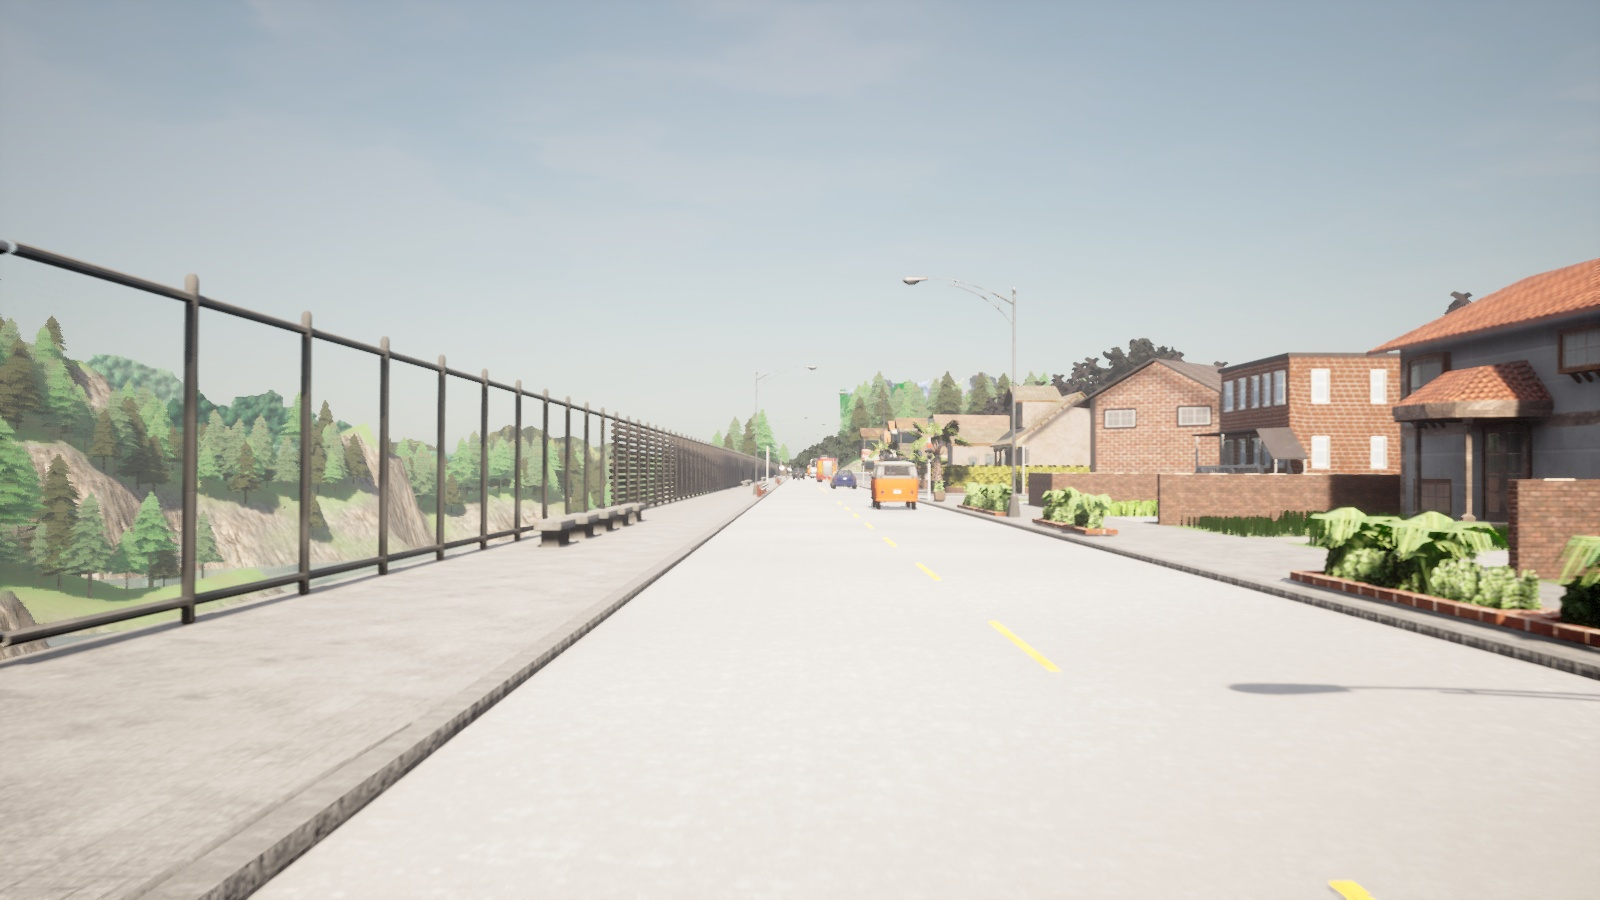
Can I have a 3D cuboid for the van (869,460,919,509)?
[{"bbox_3d":[3.941,1.440,53.053,1.775,1.987,4.442,0,-1,0],"label":"van"}]
